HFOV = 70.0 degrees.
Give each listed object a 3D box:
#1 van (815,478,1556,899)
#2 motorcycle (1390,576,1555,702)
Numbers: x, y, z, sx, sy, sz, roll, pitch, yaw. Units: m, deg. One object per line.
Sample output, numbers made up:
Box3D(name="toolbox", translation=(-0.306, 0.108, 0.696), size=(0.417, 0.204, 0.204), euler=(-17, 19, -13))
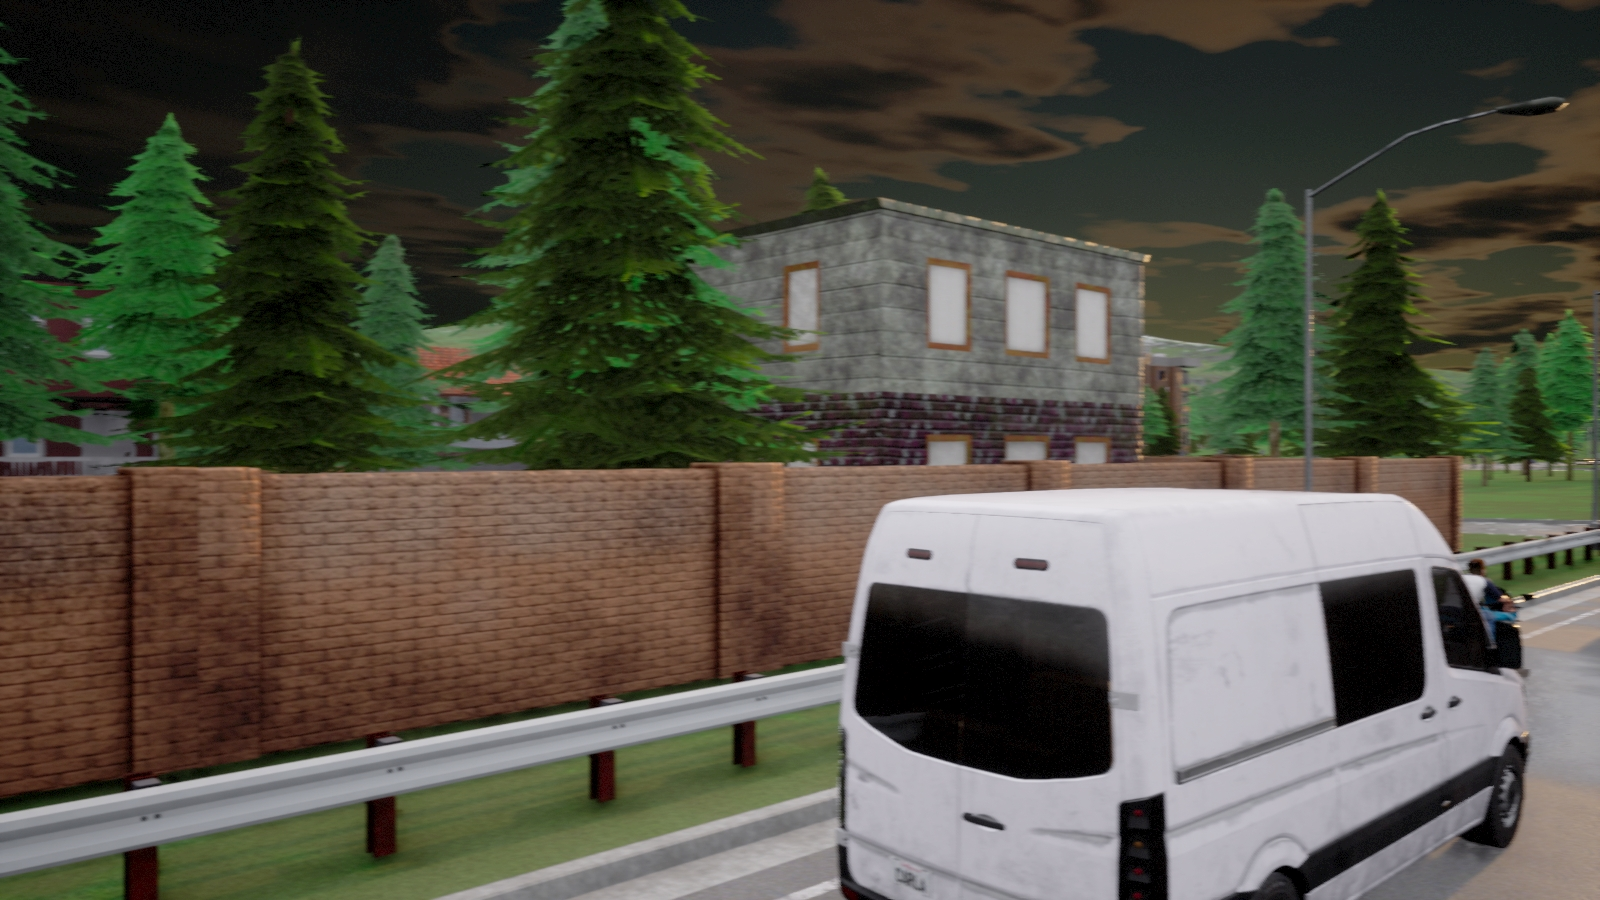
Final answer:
Box3D(name="van", translation=(2.936, 1.532, 7.479), size=(5.915, 2.561, 1.988), euler=(0, 0, -43))
Box3D(name="motorcycle", translation=(7.950, 2.185, 13.488), size=(2.033, 1.199, 0.803), euler=(0, -1, -31))
